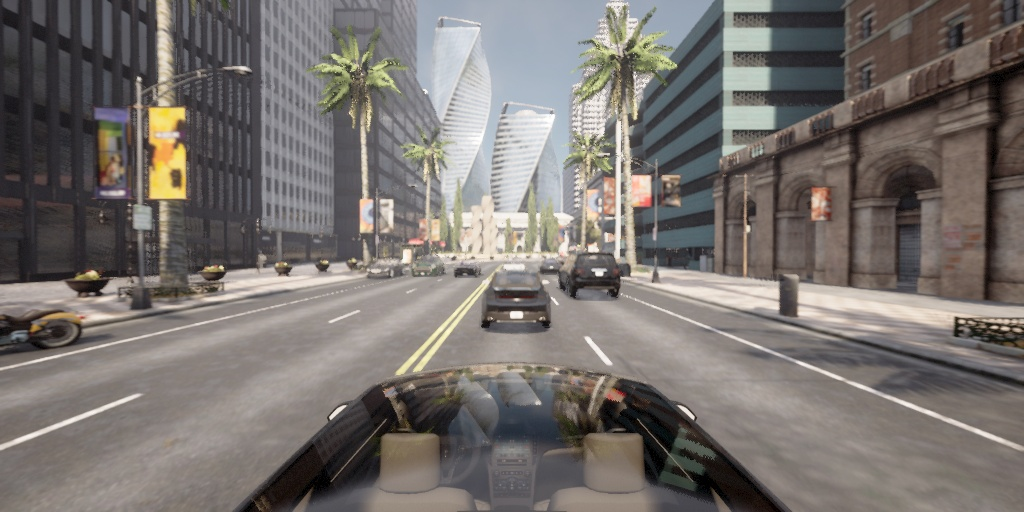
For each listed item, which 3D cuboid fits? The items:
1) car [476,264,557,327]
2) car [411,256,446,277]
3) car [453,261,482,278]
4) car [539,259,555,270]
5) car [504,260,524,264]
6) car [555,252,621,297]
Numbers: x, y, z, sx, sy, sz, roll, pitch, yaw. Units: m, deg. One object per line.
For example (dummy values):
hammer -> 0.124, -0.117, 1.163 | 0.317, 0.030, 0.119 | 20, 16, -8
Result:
car -> 0.117, 1.155, 11.085 | 1.837, 1.490, 4.892 | 0, 1, 0
car -> -7.031, 0.784, 30.458 | 2.097, 1.767, 4.553 | 0, 1, 0
car -> -3.538, 1.052, 29.161 | 1.895, 1.301, 4.718 | 0, 1, 0
car -> 3.675, 0.961, 35.211 | 1.994, 1.385, 4.181 | 0, 1, 0
car -> 0.171, 1.010, 33.625 | 1.895, 1.301, 4.718 | 0, 1, 0
car -> 3.634, 0.807, 17.583 | 2.150, 2.045, 5.566 | 0, 1, 0
